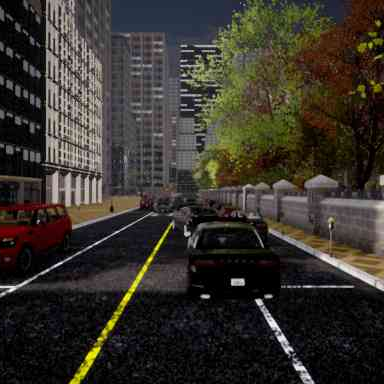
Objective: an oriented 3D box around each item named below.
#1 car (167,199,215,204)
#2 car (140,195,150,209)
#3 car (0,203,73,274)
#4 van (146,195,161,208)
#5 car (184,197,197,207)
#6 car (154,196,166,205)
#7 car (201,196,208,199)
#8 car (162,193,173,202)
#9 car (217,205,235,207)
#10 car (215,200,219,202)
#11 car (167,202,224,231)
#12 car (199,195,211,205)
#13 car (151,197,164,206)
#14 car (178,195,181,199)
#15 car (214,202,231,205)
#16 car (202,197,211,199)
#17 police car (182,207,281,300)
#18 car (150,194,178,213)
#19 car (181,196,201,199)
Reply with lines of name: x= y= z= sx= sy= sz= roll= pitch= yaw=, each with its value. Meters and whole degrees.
car: x=0.078 y=1.500 z=24.801 sx=1.837 sy=1.490 sz=4.892 roll=0 pitch=0 yaw=17
car: x=-5.633 y=1.302 z=43.922 sx=2.192 sy=1.841 sz=5.009 roll=0 pitch=0 yaw=0
car: x=-5.475 y=1.314 z=10.673 sx=2.192 sy=1.841 sz=5.009 roll=0 pitch=0 yaw=0
van: x=-5.659 y=1.325 z=49.463 sx=1.690 sy=1.788 sz=3.998 roll=0 pitch=0 yaw=0
car: x=-0.215 y=1.528 z=53.451 sx=2.033 sy=1.411 sz=5.357 roll=0 pitch=0 yaw=0
car: x=-5.712 y=1.501 z=60.374 sx=1.752 sy=1.417 sz=4.829 roll=0 pitch=0 yaw=0
car: x=2.366 y=1.565 z=49.410 sx=1.802 sy=1.307 sz=4.206 roll=0 pitch=0 yaw=0
car: x=-5.647 y=1.279 z=77.167 sx=2.192 sy=1.841 sz=5.009 roll=0 pitch=0 yaw=0
car: x=2.526 y=1.548 z=16.111 sx=2.008 sy=1.369 sz=4.403 roll=0 pitch=0 yaw=0
car: x=2.472 y=1.559 z=27.211 sx=1.947 sy=1.339 sz=4.313 roll=0 pitch=0 yaw=0
car: x=0.174 y=1.501 z=18.208 sx=1.837 sy=1.490 sz=4.892 roll=0 pitch=0 yaw=-15
car: x=2.313 y=1.416 z=60.509 sx=1.967 sy=1.590 sz=4.097 roll=0 pitch=0 yaw=0
car: x=-5.686 y=1.562 z=55.004 sx=1.802 sy=1.307 sz=4.206 roll=0 pitch=0 yaw=0
car: x=-3.103 y=1.524 z=81.410 sx=1.994 sy=1.385 sz=4.181 roll=0 pitch=0 yaw=0
car: x=2.499 y=1.577 z=21.661 sx=1.802 sy=1.307 sz=4.206 roll=0 pitch=0 yaw=0
car: x=2.419 y=1.555 z=38.310 sx=1.947 sy=1.339 sz=4.313 roll=0 pitch=0 yaw=0
police car: x=0.819 y=1.424 z=8.585 sx=1.930 sy=1.638 sz=5.238 roll=0 pitch=0 yaw=0
car: x=-2.966 y=1.343 z=35.856 sx=2.097 sy=1.767 sz=4.553 roll=0 pitch=0 yaw=0
car: x=-0.156 y=1.513 z=43.468 sx=1.812 sy=1.442 sz=4.674 roll=0 pitch=0 yaw=0
